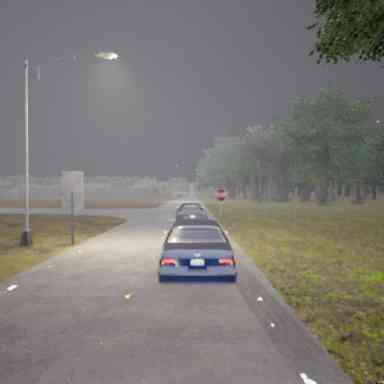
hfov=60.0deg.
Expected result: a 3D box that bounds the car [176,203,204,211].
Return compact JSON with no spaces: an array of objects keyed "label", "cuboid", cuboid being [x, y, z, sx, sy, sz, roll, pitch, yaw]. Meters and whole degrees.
[{"label":"car","cuboid":[-0.105,1.430,22.093,1.994,1.385,4.181,0,0,-4]}]

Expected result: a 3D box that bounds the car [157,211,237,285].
[{"label":"car","cuboid":[0.109,1.482,9.371,2.033,1.411,5.357,0,0,0]}]
